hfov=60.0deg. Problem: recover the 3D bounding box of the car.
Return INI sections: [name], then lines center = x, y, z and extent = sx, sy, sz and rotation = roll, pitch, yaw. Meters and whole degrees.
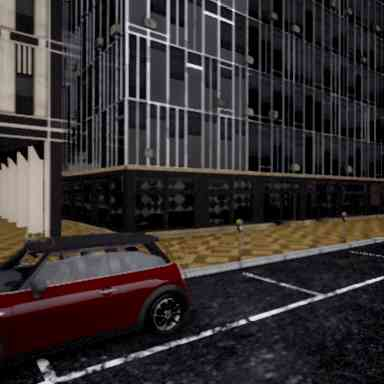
[car]
center = -2.109, 1.438, 5.049
extent = 4.097, 1.590, 1.967
rotation = 0, 0, -36
